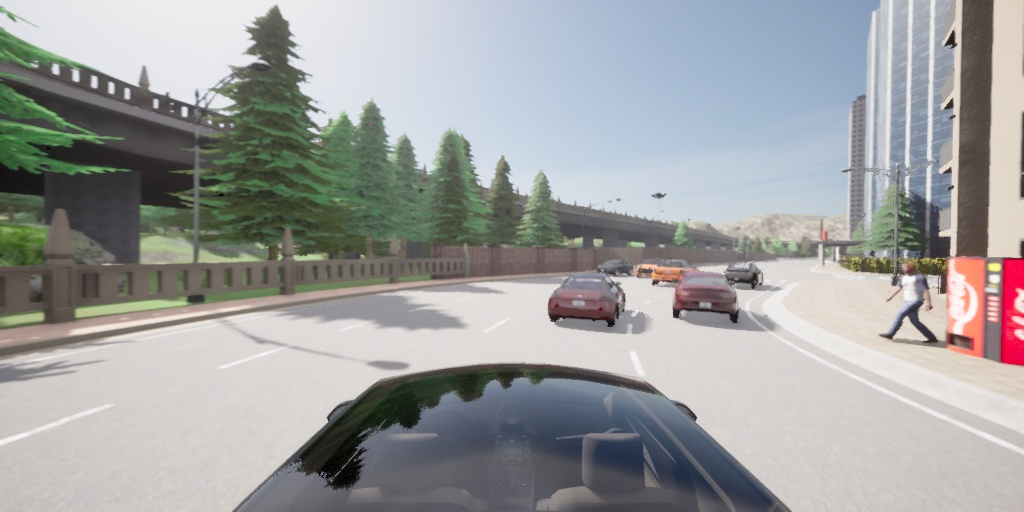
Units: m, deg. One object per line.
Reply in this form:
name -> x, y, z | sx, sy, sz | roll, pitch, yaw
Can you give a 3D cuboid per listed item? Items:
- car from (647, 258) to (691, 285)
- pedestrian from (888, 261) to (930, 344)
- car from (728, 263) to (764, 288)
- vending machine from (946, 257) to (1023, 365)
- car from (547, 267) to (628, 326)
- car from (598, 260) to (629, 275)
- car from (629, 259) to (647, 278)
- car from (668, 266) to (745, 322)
car -> 11.157, 1.037, 24.225 | 2.097, 1.767, 4.553 | 1, 1, 40
pedestrian -> 8.617, 0.944, 7.783 | 0.375, 1.860, 0.375 | 1, 1, 19
car -> 15.283, 1.232, 23.709 | 2.128, 1.511, 4.902 | 1, 1, 41
vending machine -> 9.190, 1.014, 6.783 | 1.100, 2.100, 0.880 | 0, 0, 17
car -> 2.542, 1.255, 11.705 | 1.994, 1.385, 4.181 | 1, 1, 21
car -> 9.587, 1.103, 33.366 | 1.837, 1.490, 4.892 | 1, 0, 42
car -> 12.350, 0.993, 31.201 | 2.097, 1.767, 4.553 | 1, 1, 41
car -> 6.620, 1.261, 12.442 | 1.812, 1.442, 4.674 | 1, 0, 26
